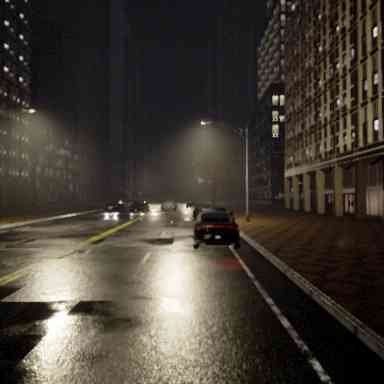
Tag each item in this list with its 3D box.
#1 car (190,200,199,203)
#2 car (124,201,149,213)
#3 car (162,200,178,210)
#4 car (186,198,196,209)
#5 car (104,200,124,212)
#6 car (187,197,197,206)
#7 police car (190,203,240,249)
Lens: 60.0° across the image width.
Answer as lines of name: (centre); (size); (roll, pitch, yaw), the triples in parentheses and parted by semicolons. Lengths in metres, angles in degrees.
car: (0.992, 1.624, 25.078); (1.882, 1.535, 5.008); (0, 0, 0)
car: (-6.563, 1.788, 41.488); (2.033, 1.411, 5.357); (0, 0, 0)
car: (-3.117, 1.796, 46.451); (1.812, 1.442, 4.674); (0, 0, 0)
car: (0.036, 1.782, 49.877); (2.128, 1.511, 4.902); (0, 0, 0)
car: (-9.805, 1.736, 42.247); (2.128, 1.511, 4.902); (0, 0, 0)
car: (0.048, 1.863, 66.029); (1.882, 1.535, 5.008); (0, 0, 0)
police car: (0.985, 1.514, 15.187); (1.930, 1.638, 5.238); (0, 0, 0)
